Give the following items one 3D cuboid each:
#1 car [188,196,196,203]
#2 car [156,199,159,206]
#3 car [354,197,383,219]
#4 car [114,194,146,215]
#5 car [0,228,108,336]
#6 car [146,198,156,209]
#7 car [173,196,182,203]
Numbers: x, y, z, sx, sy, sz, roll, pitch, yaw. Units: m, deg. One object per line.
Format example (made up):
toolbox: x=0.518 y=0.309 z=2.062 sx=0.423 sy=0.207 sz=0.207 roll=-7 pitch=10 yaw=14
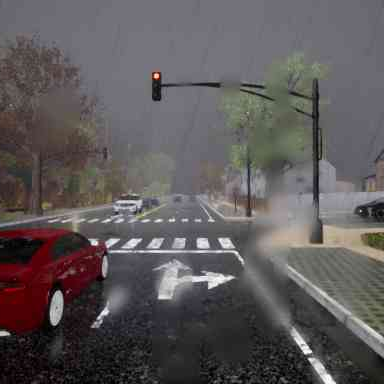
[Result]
car: x=0.055 y=1.617 z=73.934 sx=2.033 sy=1.411 sz=5.357 roll=0 pitch=0 yaw=0
car: x=-6.547 y=1.610 z=54.955 sx=1.994 sy=1.385 sz=4.181 roll=0 pitch=0 yaw=0
car: x=13.266 y=1.034 z=22.489 sx=4.181 sy=1.385 sz=1.994 roll=-2 pitch=-1 yaw=-6
car: x=-6.574 y=1.243 z=34.869 sx=2.150 sy=2.045 sz=5.566 roll=0 pitch=0 yaw=0
car: x=-3.145 y=1.480 z=6.878 sx=1.882 sy=1.535 sz=5.008 roll=0 pitch=0 yaw=0
car: x=-6.565 y=1.524 z=44.905 sx=2.128 sy=1.511 sz=4.902 roll=0 pitch=0 yaw=0
car: x=-3.187 y=1.618 z=74.033 sx=2.033 sy=1.411 sz=5.357 roll=0 pitch=0 yaw=0
